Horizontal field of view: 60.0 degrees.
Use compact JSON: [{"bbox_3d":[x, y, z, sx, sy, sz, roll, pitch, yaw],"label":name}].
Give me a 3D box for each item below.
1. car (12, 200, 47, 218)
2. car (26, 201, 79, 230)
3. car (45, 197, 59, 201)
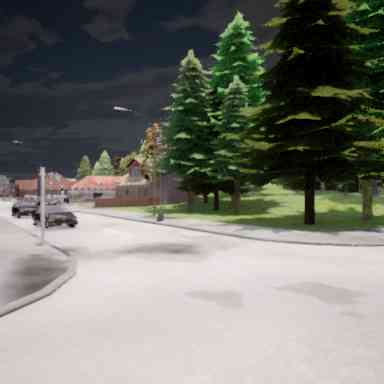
[{"bbox_3d":[-15.106,1.545,30.228,2.033,1.411,5.357,0,0,-36],"label":"car"},{"bbox_3d":[-9.039,1.545,21.694,2.033,1.411,5.357,0,0,-35],"label":"car"},{"bbox_3d":[-17.785,1.348,41.223,2.097,1.767,4.553,0,0,-35],"label":"car"}]
